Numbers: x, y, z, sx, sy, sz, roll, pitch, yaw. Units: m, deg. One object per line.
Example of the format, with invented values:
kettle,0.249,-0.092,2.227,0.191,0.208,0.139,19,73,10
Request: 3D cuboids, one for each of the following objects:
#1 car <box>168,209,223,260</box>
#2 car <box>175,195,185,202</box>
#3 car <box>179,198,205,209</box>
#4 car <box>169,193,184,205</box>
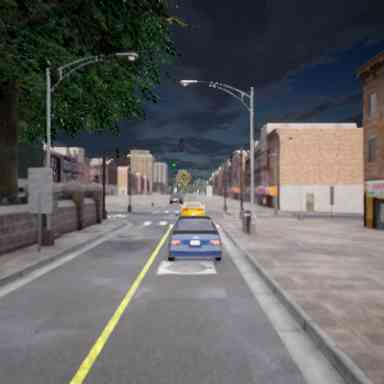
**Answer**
car,0.096,1.592,12.593,2.033,1.411,5.357,0,0,0
car,-2.749,1.338,74.680,2.033,1.411,5.357,0,0,0
car,0.096,1.575,28.781,1.882,1.535,5.008,0,0,0
car,-2.792,1.148,59.017,2.150,2.045,5.566,0,1,1
